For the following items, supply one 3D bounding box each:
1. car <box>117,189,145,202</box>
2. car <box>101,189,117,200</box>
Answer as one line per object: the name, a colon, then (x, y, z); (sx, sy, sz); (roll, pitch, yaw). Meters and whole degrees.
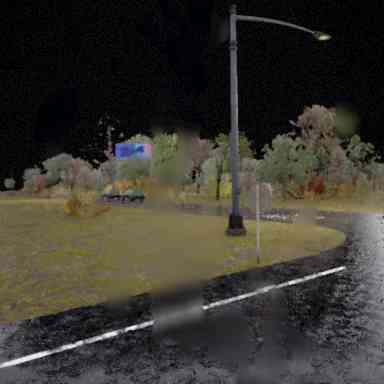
car: (-9.571, 0.546, 53.666); (2.150, 2.045, 5.566); (-1, 1, -33)
car: (-15.080, 0.521, 61.857); (2.150, 2.045, 5.566); (-2, 1, -34)
